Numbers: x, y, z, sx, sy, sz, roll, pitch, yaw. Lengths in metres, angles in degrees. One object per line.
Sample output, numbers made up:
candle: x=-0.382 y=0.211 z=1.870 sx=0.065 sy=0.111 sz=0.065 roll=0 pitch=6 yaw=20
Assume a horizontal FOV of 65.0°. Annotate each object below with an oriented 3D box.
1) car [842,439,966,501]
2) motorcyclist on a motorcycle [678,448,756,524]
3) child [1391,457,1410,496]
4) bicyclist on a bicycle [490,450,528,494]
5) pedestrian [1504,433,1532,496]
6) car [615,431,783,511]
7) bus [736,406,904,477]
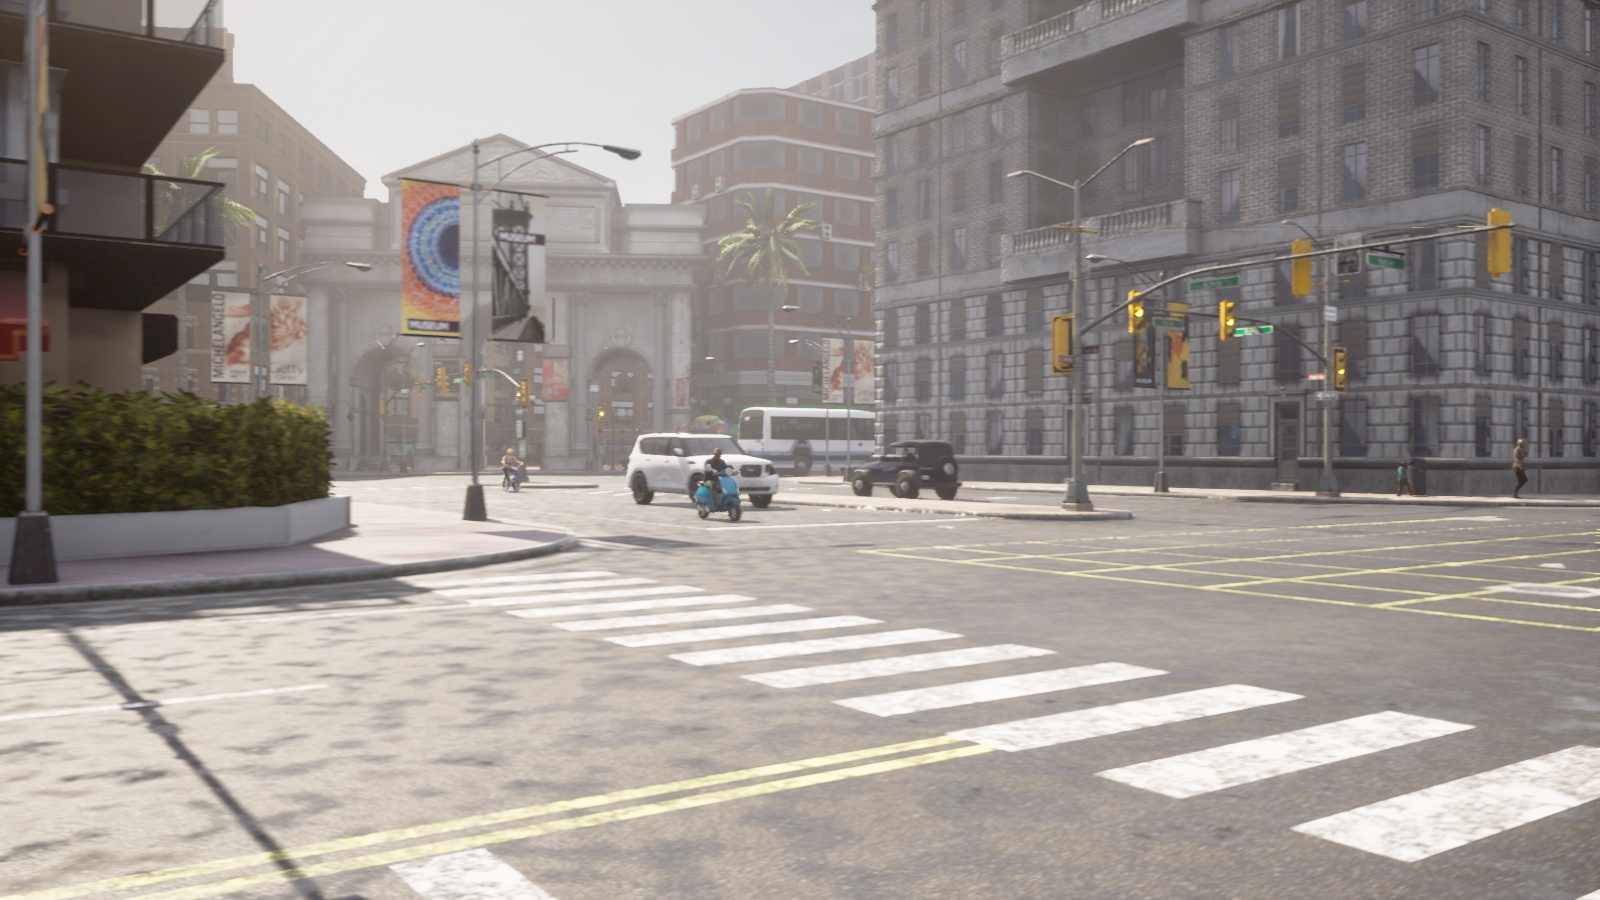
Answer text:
car: x=3.264 y=0.612 z=40.005 sx=1.905 sy=1.878 sz=3.866 roll=0 pitch=0 yaw=-35
motorcyclist on a motorcycle: x=-1.819 y=0.755 z=27.234 sx=0.866 sy=1.590 sz=1.817 roll=0 pitch=0 yaw=-35
child: x=18.606 y=0.822 z=38.925 sx=0.448 sy=1.192 sz=0.343 roll=0 pitch=0 yaw=44
bicyclist on a bicycle: x=-10.664 y=0.791 z=45.974 sx=0.866 sy=1.612 sz=1.509 roll=0 pitch=0 yaw=-35
pedestrian: x=21.300 y=0.434 z=37.255 sx=0.331 sy=1.846 sz=0.634 roll=0 pitch=0 yaw=-43
car: x=-2.918 y=0.537 z=34.885 sx=2.150 sy=2.045 sz=5.566 roll=0 pitch=0 yaw=-35
bus: x=1.364 y=-0.479 z=79.809 sx=10.273 sy=4.253 sz=3.944 roll=0 pitch=0 yaw=-34
